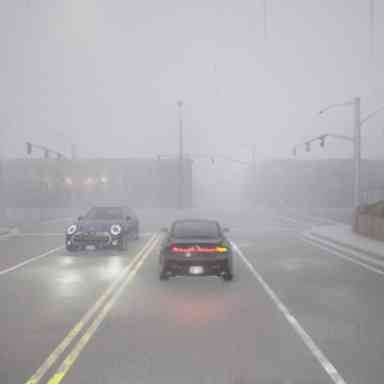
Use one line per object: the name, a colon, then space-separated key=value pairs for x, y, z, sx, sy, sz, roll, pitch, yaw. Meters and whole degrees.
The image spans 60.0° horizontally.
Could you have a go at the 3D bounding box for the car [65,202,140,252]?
car: x=-3.506 y=1.337 z=13.795 sx=2.097 sy=1.767 sz=4.553 roll=0 pitch=0 yaw=0

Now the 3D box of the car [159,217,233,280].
car: x=0.101 y=1.495 z=9.858 sx=1.837 sy=1.490 sz=4.892 roll=0 pitch=0 yaw=0
